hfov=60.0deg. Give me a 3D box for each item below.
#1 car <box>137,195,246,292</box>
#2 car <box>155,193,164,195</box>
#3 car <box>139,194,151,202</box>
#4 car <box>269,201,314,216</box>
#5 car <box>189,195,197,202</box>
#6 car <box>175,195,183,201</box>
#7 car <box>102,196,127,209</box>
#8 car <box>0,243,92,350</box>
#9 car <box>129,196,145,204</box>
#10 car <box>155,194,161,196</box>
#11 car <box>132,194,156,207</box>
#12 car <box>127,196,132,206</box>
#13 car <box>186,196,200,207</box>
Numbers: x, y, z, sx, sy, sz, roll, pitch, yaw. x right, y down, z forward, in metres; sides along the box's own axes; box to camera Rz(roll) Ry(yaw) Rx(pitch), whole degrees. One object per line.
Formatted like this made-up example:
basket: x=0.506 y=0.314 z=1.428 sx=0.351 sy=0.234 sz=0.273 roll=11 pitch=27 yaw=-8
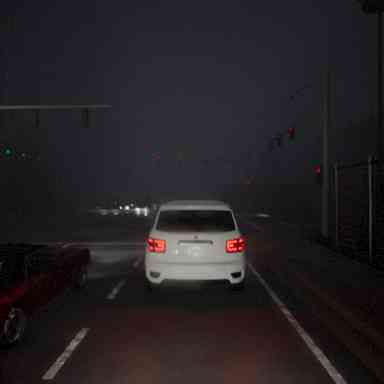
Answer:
car: x=0.090 y=1.218 z=9.096 sx=2.150 sy=2.045 sz=5.566 roll=0 pitch=0 yaw=0
car: x=-6.862 y=1.192 z=68.955 sx=2.150 sy=2.045 sz=5.566 roll=0 pitch=0 yaw=0
car: x=-10.353 y=1.323 z=73.188 sx=2.097 sy=1.767 sz=4.553 roll=0 pitch=0 yaw=0
car: x=9.734 y=1.606 z=32.675 sx=4.181 sy=1.385 sz=1.994 roll=0 pitch=0 yaw=0
car: x=0.162 y=1.493 z=73.599 sx=1.812 sy=1.442 sz=4.674 roll=0 pitch=0 yaw=0
car: x=-3.327 y=1.503 z=86.036 sx=2.033 sy=1.411 sz=5.357 roll=0 pitch=0 yaw=0
car: x=-10.505 y=1.333 z=44.595 sx=2.097 sy=1.767 sz=4.553 roll=0 pitch=0 yaw=0
car: x=-3.430 y=1.598 z=6.173 sx=1.895 sy=1.301 sz=4.718 roll=0 pitch=0 yaw=1
car: x=-10.424 y=1.465 z=63.140 sx=2.128 sy=1.511 sz=4.902 roll=0 pitch=0 yaw=1
car: x=-6.959 y=1.501 z=58.242 sx=1.812 sy=1.442 sz=4.674 roll=0 pitch=0 yaw=0
car: x=-6.989 y=1.471 z=48.983 sx=2.128 sy=1.511 sz=4.902 roll=0 pitch=0 yaw=0
car: x=-10.483 y=1.469 z=53.748 sx=2.128 sy=1.511 sz=4.902 roll=0 pitch=0 yaw=0
car: x=0.158 y=1.470 z=50.298 sx=2.128 sy=1.511 sz=4.902 roll=0 pitch=0 yaw=1
